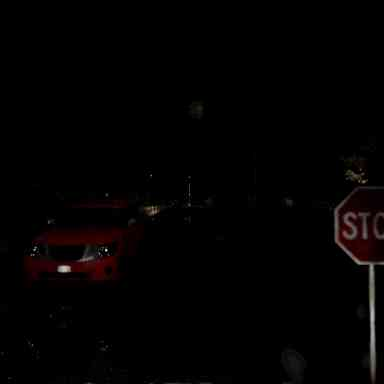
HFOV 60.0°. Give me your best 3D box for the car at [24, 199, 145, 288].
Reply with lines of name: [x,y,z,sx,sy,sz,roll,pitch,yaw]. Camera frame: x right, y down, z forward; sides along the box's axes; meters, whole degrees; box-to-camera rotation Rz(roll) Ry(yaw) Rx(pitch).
car: [-2.746,1.283,9.910,2.150,2.045,5.566,0,0,0]

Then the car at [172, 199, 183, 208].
car: [-2.768,2.176,62.539,1.882,1.535,5.008,0,-1,0]
